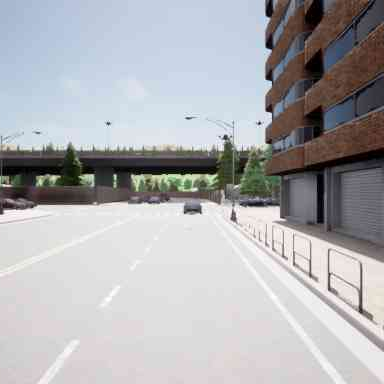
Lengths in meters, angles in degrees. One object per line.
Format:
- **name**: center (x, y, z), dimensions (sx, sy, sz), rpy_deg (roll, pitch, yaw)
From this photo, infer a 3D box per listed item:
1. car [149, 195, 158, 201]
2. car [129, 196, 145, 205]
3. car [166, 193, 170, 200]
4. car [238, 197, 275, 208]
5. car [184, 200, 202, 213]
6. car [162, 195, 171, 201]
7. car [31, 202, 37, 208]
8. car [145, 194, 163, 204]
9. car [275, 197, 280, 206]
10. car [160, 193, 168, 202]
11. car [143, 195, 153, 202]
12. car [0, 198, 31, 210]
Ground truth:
- **car**: center (-10.551, 1.578, 90.994), dimensions (1.812, 1.442, 4.674), rpy_deg (0, 0, 0)
- **car**: center (-10.579, 1.562, 62.230), dimensions (1.812, 1.442, 4.674), rpy_deg (0, 0, 0)
- **car**: center (-7.031, 1.274, 82.153), dimensions (2.150, 2.045, 5.566), rpy_deg (0, 0, 0)
- **car**: center (9.022, 1.574, 47.792), dimensions (4.718, 1.301, 1.895), rpy_deg (0, 0, 1)
- **car**: center (0.082, 1.582, 37.192), dimensions (1.994, 1.385, 4.181), rpy_deg (0, 0, 0)
- **car**: center (-7.061, 1.607, 91.995), dimensions (1.994, 1.385, 4.181), rpy_deg (0, 0, 0)
- **car**: center (-22.921, 1.534, 44.050), dimensions (4.181, 1.385, 1.994), rpy_deg (0, 0, 0)
- **car**: center (-7.081, 1.601, 62.829), dimensions (1.994, 1.385, 4.181), rpy_deg (0, 0, 0)
- **car**: center (12.200, 1.522, 51.141), dimensions (5.357, 1.411, 2.033), rpy_deg (0, 0, 2)
- **car**: center (-7.027, 1.583, 72.057), dimensions (2.033, 1.411, 5.357), rpy_deg (0, 0, 0)
- **car**: center (-10.531, 1.572, 80.668), dimensions (1.812, 1.442, 4.674), rpy_deg (0, 0, 0)
- **car**: center (-22.712, 1.494, 40.550), dimensions (4.674, 1.442, 1.812), rpy_deg (0, 0, 0)
